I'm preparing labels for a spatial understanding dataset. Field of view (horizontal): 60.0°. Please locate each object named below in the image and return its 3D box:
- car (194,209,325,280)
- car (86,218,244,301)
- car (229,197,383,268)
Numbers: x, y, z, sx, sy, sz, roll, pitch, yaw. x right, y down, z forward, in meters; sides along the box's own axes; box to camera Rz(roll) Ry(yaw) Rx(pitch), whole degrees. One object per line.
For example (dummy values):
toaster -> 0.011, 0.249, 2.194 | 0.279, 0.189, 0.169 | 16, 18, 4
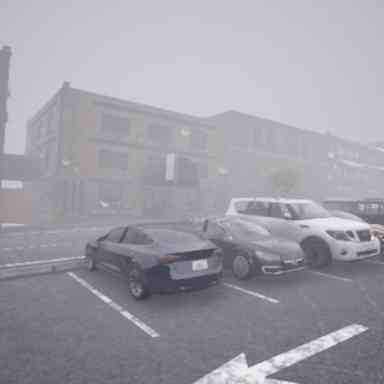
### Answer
car -> 1.125, 1.476, 10.147 | 2.231, 1.521, 4.892 | 0, 0, -35
car -> -1.179, 1.502, 8.561 | 2.163, 1.488, 4.792 | 0, 0, -35
car -> 3.443, 1.227, 11.733 | 2.435, 2.045, 5.566 | 0, 0, -35
